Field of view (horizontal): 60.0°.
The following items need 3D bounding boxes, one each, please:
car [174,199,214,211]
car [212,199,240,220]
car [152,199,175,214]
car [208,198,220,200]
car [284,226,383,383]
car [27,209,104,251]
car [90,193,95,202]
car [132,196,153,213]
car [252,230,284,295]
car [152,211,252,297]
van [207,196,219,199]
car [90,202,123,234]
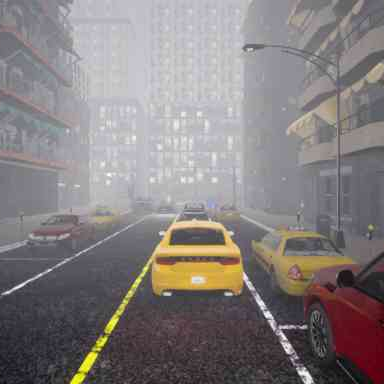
[{"bbox_3d":[0.149,1.497,22.876,2.128,1.511,4.902,0,0,0],"label":"car"},{"bbox_3d":[2.627,1.532,25.437,1.752,1.417,4.829,0,0,0],"label":"car"},{"bbox_3d":[-2.694,1.577,35.238,1.994,1.385,4.181,0,0,1],"label":"car"},{"bbox_3d":[2.640,1.536,31.077,1.752,1.417,4.829,0,0,0],"label":"car"},{"bbox_3d":[2.577,1.315,2.705,2.192,1.841,5.009,0,0,0],"label":"car"},{"bbox_3d":[-5.279,1.585,14.003,1.802,1.307,4.206,0,0,0],"label":"car"},{"bbox_3d":[-20.731,1.133,62.218,5.009,1.841,2.192,1,-1,0],"label":"car"},{"bbox_3d":[-5.227,1.329,36.566,2.192,1.841,5.009,0,0,0],"label":"car"},{"bbox_3d":[2.589,1.527,8.516,1.752,1.417,4.829,0,0,0],"label":"car"},{"bbox_3d":[0.121,1.479,8.628,1.882,1.535,5.008,0,0,0],"label":"car"},{"bbox_3d":[2.666,1.359,42.188,1.690,1.788,3.998,0,0,0],"label":"van"},{"bbox_3d":[-5.266,1.530,19.474,1.752,1.417,4.829,0,0,0],"label":"car"}]
